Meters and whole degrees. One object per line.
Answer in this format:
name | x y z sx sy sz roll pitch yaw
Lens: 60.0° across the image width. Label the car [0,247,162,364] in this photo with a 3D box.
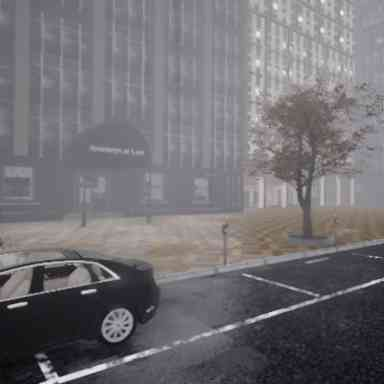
car | -2.549 1.552 4.733 4.403 1.369 2.008 0 0 -35
